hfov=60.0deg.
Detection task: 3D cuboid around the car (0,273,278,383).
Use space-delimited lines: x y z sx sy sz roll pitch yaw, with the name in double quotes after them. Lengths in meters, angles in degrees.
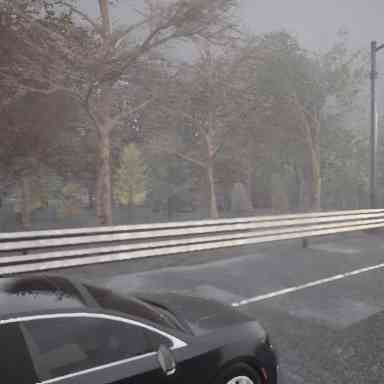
-1.339 1.505 2.792 4.892 1.490 1.837 0 0 -36 "car"
